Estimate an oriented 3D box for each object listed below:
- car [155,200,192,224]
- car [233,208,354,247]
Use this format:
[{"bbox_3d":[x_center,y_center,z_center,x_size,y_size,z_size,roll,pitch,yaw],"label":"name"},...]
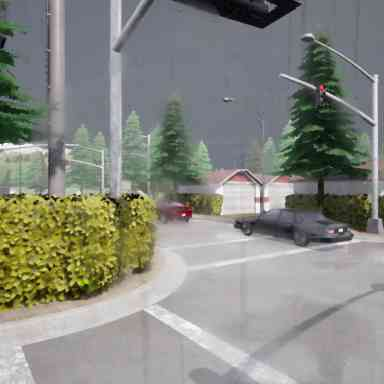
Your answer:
[{"bbox_3d":[-1.956,1.305,23.366,1.882,1.535,5.008,-1,1,-35],"label":"car"},{"bbox_3d":[4.239,1.422,14.771,2.033,1.411,5.357,0,2,-35],"label":"car"}]
